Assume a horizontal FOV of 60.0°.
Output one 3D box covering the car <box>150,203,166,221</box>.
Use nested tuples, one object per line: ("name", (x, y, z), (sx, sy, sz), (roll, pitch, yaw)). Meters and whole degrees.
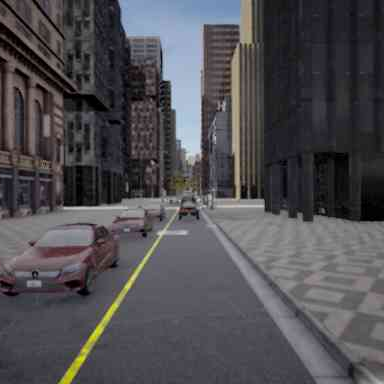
("car", (-3.345, 1.721, 29.247), (1.812, 1.442, 4.674), (0, 0, 1))

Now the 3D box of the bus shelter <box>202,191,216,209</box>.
("bus shelter", (2.598, 1.168, 51.095), (1.920, 2.740, 3.880), (0, 0, -1))

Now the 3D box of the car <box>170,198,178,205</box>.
("car", (-3.753, 1.918, 70.883), (1.812, 1.442, 4.674), (0, 0, -1))

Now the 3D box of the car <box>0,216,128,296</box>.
("car", (-3.177, 1.598, 8.997), (1.812, 1.442, 4.674), (0, 0, 0))

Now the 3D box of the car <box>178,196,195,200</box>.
("car", (-0.428, 1.502, 46.154), (2.150, 2.045, 5.566), (0, 0, 0))

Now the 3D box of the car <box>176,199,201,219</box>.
("car", (-0.260, 1.697, 30.925), (1.837, 1.490, 4.892), (0, 0, 0))

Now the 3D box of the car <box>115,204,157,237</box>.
("car", (-3.277, 1.660, 19.012), (1.812, 1.442, 4.674), (0, 0, 0))
